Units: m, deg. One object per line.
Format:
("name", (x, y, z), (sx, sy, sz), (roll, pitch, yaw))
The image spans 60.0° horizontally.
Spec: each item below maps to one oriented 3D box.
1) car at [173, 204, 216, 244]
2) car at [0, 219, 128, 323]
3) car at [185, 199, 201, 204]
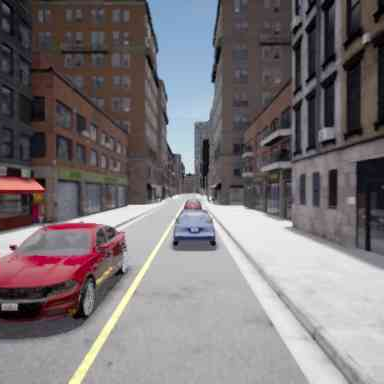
("car", (0.103, 1.502, 15.382), (2.033, 1.411, 5.357), (0, 0, 0))
("car", (-2.748, 1.456, 7.517), (1.882, 1.535, 5.008), (0, 0, 0))
("car", (0.111, 1.448, 37.814), (1.994, 1.385, 4.181), (0, 0, 0))
